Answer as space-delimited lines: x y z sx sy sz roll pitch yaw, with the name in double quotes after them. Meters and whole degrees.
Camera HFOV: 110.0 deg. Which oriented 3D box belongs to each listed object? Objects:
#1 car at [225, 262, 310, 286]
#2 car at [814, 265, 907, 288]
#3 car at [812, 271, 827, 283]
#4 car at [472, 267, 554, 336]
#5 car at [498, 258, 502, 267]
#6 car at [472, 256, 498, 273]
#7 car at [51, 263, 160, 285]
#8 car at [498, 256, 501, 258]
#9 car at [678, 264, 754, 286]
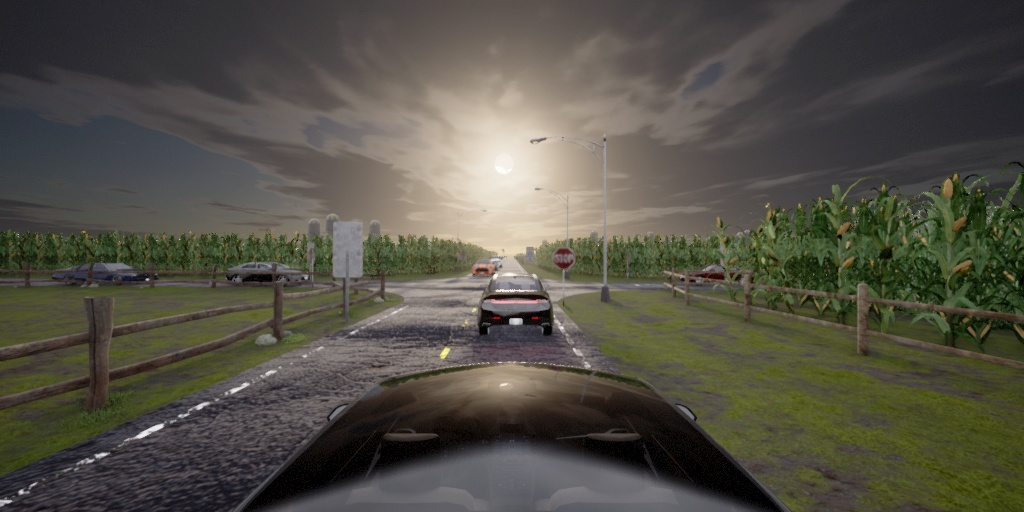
-15.730 1.136 23.229 4.902 1.511 2.128 0 -1 2 "car"
25.014 1.440 25.869 4.892 1.490 1.837 0 -1 0 "car"
21.879 1.389 22.959 4.892 1.490 1.837 0 -1 1 "car"
0.088 1.241 10.384 2.128 1.511 4.902 0 0 0 "car"
-2.889 1.272 50.098 2.033 1.411 5.357 0 0 0 "car"
-2.890 1.086 36.748 2.097 1.767 4.553 0 0 0 "car"
-26.405 1.135 23.357 5.357 1.411 2.033 0 -1 0 "car"
-2.855 0.933 62.478 2.150 2.045 5.566 0 0 0 "car"
14.723 1.342 25.958 5.008 1.535 1.882 0 -1 1 "car"
